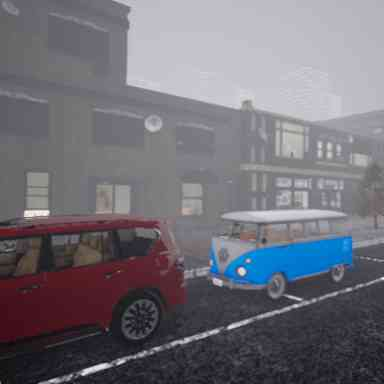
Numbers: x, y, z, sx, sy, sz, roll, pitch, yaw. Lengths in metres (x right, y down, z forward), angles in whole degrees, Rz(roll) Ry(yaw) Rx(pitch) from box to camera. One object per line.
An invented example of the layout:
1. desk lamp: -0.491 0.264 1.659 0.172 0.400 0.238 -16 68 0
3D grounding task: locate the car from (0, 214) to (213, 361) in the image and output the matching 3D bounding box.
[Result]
1. car: -2.385 1.316 4.819 5.009 1.841 2.192 0 1 -35

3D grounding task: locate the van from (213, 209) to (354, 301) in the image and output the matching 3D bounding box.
1. van: 2.254 1.348 8.109 3.998 1.788 1.690 0 1 -35
